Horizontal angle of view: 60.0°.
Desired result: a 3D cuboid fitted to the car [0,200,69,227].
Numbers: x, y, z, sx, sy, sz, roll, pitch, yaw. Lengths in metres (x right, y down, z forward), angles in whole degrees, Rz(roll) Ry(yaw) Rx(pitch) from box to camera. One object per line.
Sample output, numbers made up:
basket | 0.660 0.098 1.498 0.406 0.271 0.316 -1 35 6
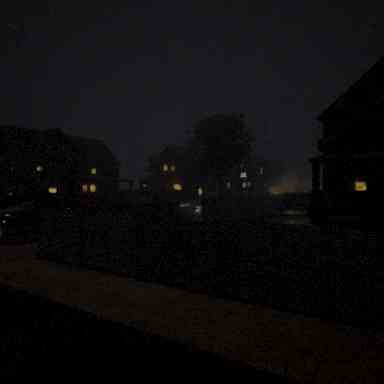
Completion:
car | -9.456 1.210 19.837 1.994 1.385 4.181 1 2 35

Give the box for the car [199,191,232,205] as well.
car | 2.650 0.635 36.792 1.882 1.535 5.008 1 2 36

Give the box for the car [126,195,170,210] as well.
car | -3.620 0.974 28.019 1.994 1.385 4.181 1 2 36

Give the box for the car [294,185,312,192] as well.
car | 18.103 -0.097 53.413 2.150 2.045 5.566 1 2 35
